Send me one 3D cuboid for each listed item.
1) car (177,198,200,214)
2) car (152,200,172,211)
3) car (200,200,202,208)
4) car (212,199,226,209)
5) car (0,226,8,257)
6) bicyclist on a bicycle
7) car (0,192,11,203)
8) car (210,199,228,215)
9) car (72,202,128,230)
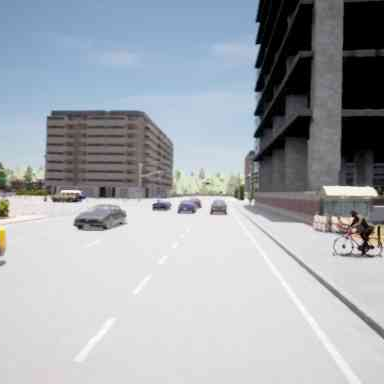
[{"bbox_3d":[-0.502,1.591,37.273,1.812,1.442,4.674,1,0,5],"label":"car"},{"bbox_3d":[-3.719,1.611,41.534,1.895,1.301,4.718,1,0,5],"label":"car"},{"bbox_3d":[0.470,1.636,49.532,1.812,1.442,4.674,1,0,5],"label":"car"},{"bbox_3d":[3.995,1.746,49.616,1.994,1.385,4.181,1,0,5],"label":"car"},{"bbox_3d":[-6.578,1.360,7.867,1.882,1.535,5.008,1,0,5],"label":"car"},{"bbox_3d":[5.745,1.440,11.498,1.656,1.620,0.582,1,0,5],"label":"bicyclist on a bicycle"},{"bbox_3d":[-28.533,0.972,48.312,3.806,1.475,1.970,1,0,5],"label":"car"},{"bbox_3d":[2.958,1.682,36.696,2.033,1.411,5.357,1,0,5],"label":"car"},{"bbox_3d":[-5.516,1.478,20.819,2.033,1.411,5.357,1,0,5],"label":"car"}]
